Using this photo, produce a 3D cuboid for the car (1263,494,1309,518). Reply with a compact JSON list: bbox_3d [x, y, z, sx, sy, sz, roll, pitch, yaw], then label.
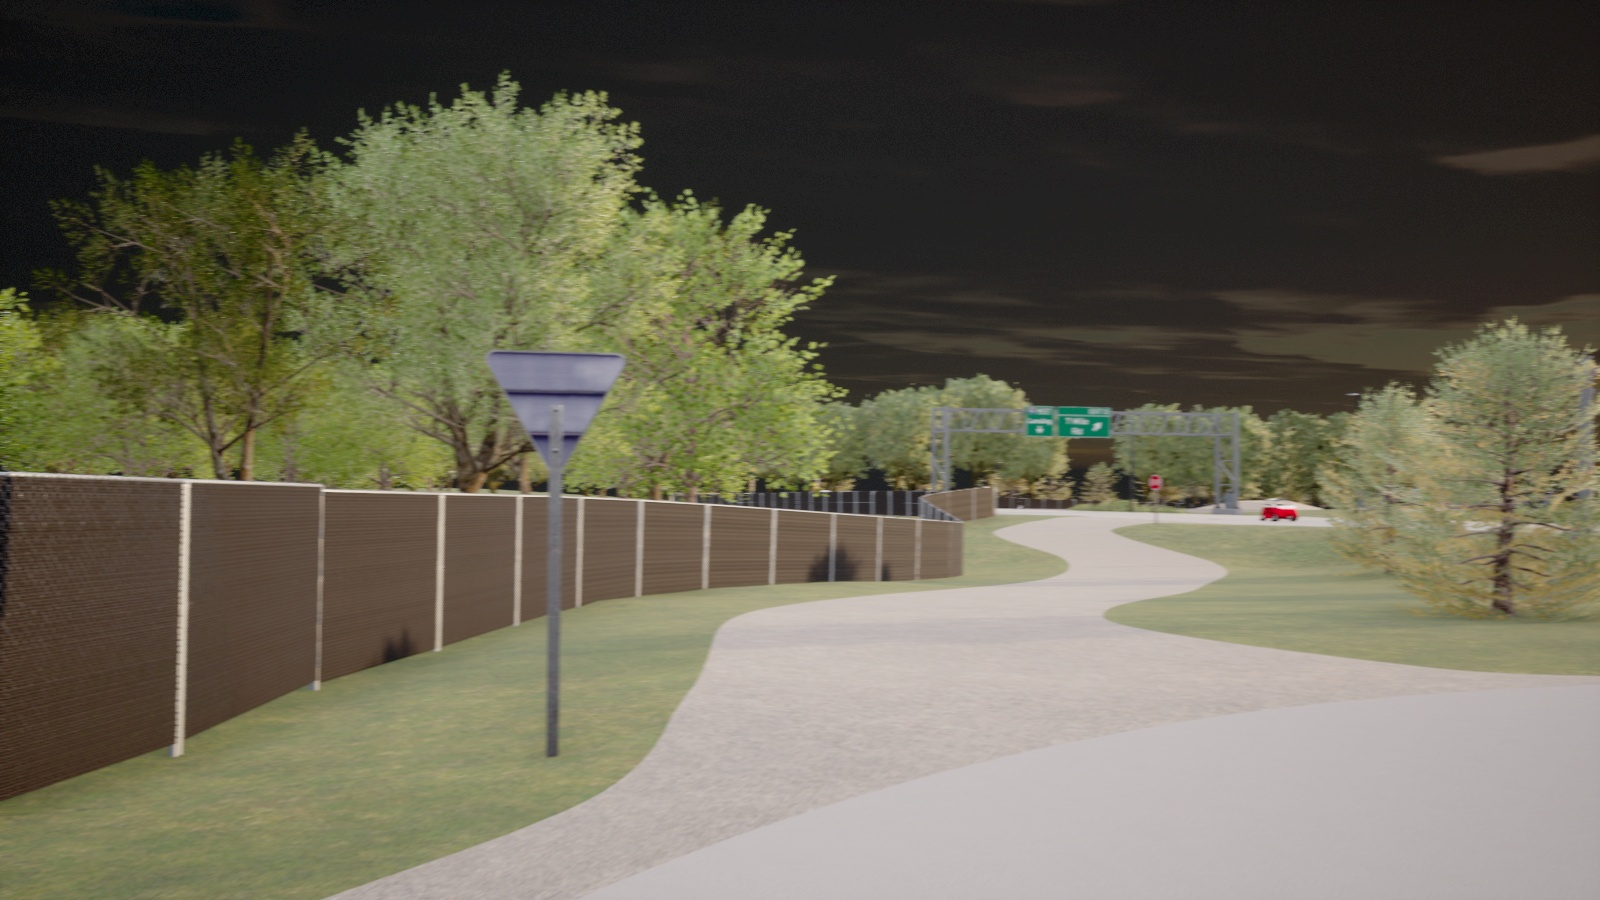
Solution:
[{"bbox_3d":[28.473,3.300,73.608,1.481,1.376,2.207,0,-2,-15],"label":"car"}]
